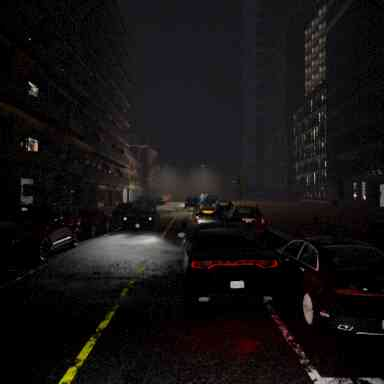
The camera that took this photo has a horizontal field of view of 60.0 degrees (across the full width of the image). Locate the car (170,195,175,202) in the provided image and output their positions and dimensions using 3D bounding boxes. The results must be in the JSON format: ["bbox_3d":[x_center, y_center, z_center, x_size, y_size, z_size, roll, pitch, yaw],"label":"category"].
[{"bbox_3d":[-5.661,1.347,73.501,2.192,1.841,5.009,1,0,0],"label":"car"}]

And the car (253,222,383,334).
[{"bbox_3d":[2.702,1.553,6.662,2.008,1.369,4.403,1,0,0],"label":"car"}]

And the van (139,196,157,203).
[{"bbox_3d":[-5.668,1.356,40.084,1.690,1.788,3.998,1,0,0],"label":"van"}]

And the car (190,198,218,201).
[{"bbox_3d":[0.905,1.463,24.539,1.801,1.575,5.366,0,0,0],"label":"car"}]

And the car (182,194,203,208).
[{"bbox_3d":[0.047,1.370,46.213,2.097,1.767,4.553,0,0,0],"label":"car"}]

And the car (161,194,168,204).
[{"bbox_3d":[-5.667,1.574,56.791,2.008,1.369,4.403,1,0,0],"label":"car"}]

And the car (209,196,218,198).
[{"bbox_3d":[2.709,1.450,28.941,1.967,1.590,4.097,1,0,0],"label":"car"}]

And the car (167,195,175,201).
[{"bbox_3d":[-5.661,1.588,90.210,1.887,1.381,4.507,1,0,0],"label":"car"}]

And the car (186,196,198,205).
[{"bbox_3d":[0.012,1.515,58.632,2.128,1.511,4.902,0,0,0],"label":"car"}]

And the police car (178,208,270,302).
[{"bbox_3d":[0.686,1.427,8.445,1.930,1.638,5.238,0,0,-2],"label":"police car"}]

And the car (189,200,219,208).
[{"bbox_3d":[0.884,1.462,18.539,1.801,1.575,5.366,0,0,0],"label":"car"}]

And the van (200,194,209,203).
[{"bbox_3d":[2.719,1.373,73.499,1.690,1.788,3.998,1,0,0],"label":"van"}]

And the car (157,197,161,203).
[{"bbox_3d":[-5.669,1.543,45.483,1.752,1.417,4.829,1,0,0],"label":"car"}]

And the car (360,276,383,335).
[{"bbox_3d":[2.701,1.551,1.094,2.008,1.369,4.403,1,0,0],"label":"car"}]

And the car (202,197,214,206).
[{"bbox_3d":[2.712,1.605,56.789,1.802,1.307,4.206,1,0,0],"label":"car"}]

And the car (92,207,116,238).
[{"bbox_3d":[-5.676,1.550,17.804,1.887,1.381,4.507,1,0,0],"label":"car"}]

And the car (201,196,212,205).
[{"bbox_3d":[2.714,1.551,62.528,1.752,1.417,4.829,1,0,0],"label":"car"}]

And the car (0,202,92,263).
[{"bbox_3d":[-5.673,1.319,12.234,2.192,1.841,5.009,1,0,0],"label":"car"}]

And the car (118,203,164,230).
[{"bbox_3d":[-3.096,1.607,21.136,1.895,1.301,4.718,0,0,0],"label":"car"}]

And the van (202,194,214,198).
[{"bbox_3d":[2.714,1.359,45.651,1.690,1.788,3.998,1,0,0],"label":"van"}]

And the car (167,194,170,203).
[{"bbox_3d":[-5.666,1.551,62.192,1.752,1.417,4.829,1,0,0],"label":"car"}]

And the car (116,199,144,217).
[{"bbox_3d":[-5.674,1.576,28.944,1.947,1.339,4.313,1,0,0],"label":"car"}]

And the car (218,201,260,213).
[{"bbox_3d":[2.706,1.445,17.801,1.967,1.590,4.097,1,0,0],"label":"car"}]

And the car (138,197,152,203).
[{"bbox_3d":[-5.672,1.563,34.513,2.008,1.369,4.403,1,0,0],"label":"car"}]

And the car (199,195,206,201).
[{"bbox_3d":[2.719,1.569,90.377,1.752,1.417,4.829,1,0,0],"label":"car"}]
